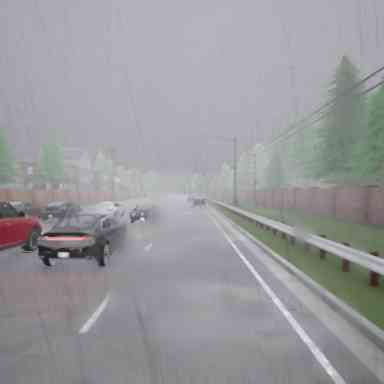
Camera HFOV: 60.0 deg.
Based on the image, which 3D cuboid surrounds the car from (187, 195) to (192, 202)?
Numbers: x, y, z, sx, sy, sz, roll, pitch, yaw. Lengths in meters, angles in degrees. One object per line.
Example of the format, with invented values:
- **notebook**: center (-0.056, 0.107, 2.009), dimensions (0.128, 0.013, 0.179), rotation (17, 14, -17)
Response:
- **car**: center (-0.033, 1.454, 73.264), dimensions (1.994, 1.385, 4.181), rotation (0, 0, 0)

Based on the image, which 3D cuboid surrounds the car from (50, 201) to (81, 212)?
- **car**: center (-10.443, 1.500, 26.992), dimensions (1.837, 1.490, 4.892), rotation (0, 1, 0)

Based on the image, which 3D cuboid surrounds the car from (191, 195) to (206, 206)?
- **car**: center (1.200, 1.466, 53.596), dimensions (1.882, 1.535, 5.008), rotation (0, 0, 0)

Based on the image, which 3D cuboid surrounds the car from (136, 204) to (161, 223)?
- **car**: center (-3.452, 1.595, 25.463), dimensions (1.895, 1.301, 4.718), rotation (0, 0, 0)

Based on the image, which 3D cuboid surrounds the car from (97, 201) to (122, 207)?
- **car**: center (-6.941, 1.519, 27.862), dimensions (1.812, 1.442, 4.674), rotation (0, 0, 0)

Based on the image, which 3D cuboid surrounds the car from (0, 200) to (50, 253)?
- **car**: center (-6.943, 1.221, 10.669), dimensions (2.150, 2.045, 5.566), rotation (0, 0, 0)

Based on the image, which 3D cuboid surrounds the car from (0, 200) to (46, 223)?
- **car**: center (-13.754, 1.500, 27.001), dimensions (1.837, 1.490, 4.892), rotation (0, 1, -1)

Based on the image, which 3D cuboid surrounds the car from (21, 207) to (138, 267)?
- **car**: center (-3.440, 1.487, 11.368), dimensions (2.128, 1.511, 4.902), rotation (0, 0, 0)

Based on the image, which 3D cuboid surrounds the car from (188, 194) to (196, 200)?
- **car**: center (-0.040, 1.371, 86.830), dimensions (2.033, 1.411, 5.357), rotation (0, 0, 0)
